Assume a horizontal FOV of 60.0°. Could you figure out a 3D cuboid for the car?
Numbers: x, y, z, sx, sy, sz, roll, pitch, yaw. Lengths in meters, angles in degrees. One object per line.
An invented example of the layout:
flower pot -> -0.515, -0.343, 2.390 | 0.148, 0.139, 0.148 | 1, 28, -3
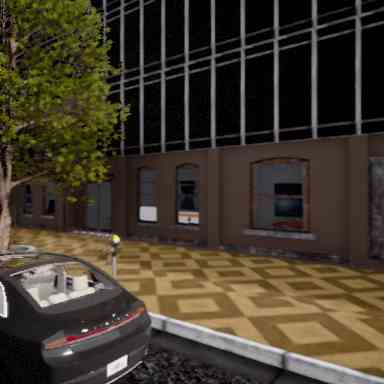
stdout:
car -> -2.546, 1.548, 4.693 | 4.403, 1.369, 2.008 | 0, 0, 36
